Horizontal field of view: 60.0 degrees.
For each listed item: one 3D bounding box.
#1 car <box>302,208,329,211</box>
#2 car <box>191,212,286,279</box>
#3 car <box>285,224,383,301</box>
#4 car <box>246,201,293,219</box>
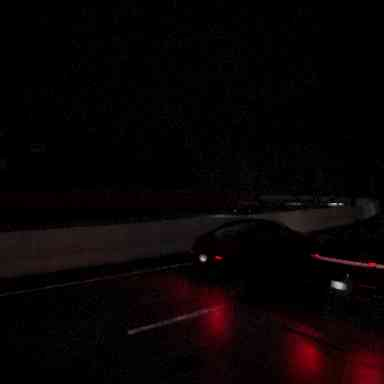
[{"bbox_3d":[10.688,1.494,29.374,1.882,1.535,5.008,0,0,38],"label":"car"},{"bbox_3d":[2.060,1.536,10.115,4.674,1.442,1.812,0,0,-40],"label":"car"},{"bbox_3d":[4.541,1.493,7.647,4.902,1.511,2.128,0,0,-40],"label":"car"},{"bbox_3d":[7.172,1.573,30.449,2.033,1.411,5.357,0,0,39],"label":"car"}]
